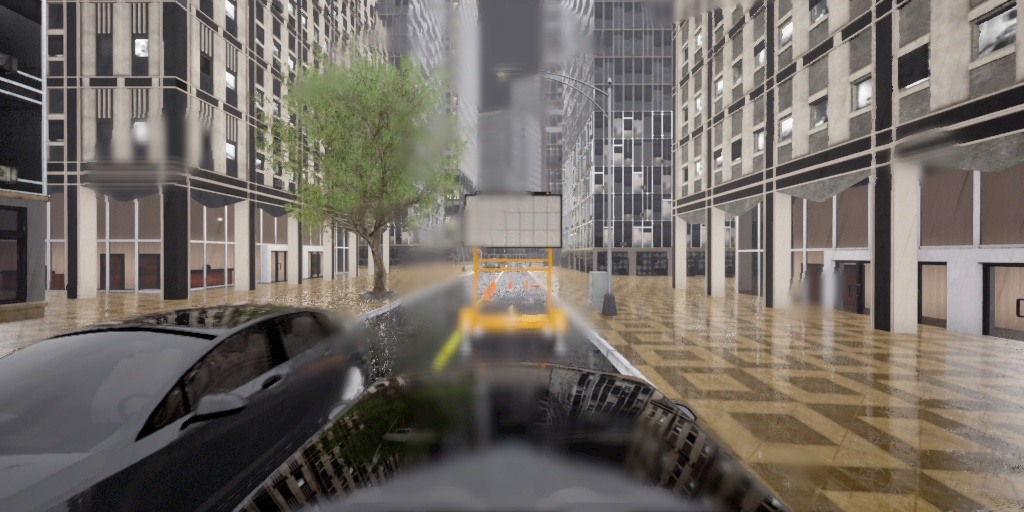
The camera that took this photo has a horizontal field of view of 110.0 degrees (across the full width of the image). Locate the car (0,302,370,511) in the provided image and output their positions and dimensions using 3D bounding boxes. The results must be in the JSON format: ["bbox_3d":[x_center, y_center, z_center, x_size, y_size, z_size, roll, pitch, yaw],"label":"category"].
[{"bbox_3d":[-2.842,1.255,3.009,1.837,1.490,4.892,0,0,0],"label":"car"}]

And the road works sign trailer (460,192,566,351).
[{"bbox_3d":[0.032,0.214,8.949,2.380,3.560,2.880,0,0,0],"label":"road works sign trailer"}]

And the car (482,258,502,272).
[{"bbox_3d":[-2.676,1.139,45.772,2.097,1.767,4.553,0,0,0],"label":"car"}]
